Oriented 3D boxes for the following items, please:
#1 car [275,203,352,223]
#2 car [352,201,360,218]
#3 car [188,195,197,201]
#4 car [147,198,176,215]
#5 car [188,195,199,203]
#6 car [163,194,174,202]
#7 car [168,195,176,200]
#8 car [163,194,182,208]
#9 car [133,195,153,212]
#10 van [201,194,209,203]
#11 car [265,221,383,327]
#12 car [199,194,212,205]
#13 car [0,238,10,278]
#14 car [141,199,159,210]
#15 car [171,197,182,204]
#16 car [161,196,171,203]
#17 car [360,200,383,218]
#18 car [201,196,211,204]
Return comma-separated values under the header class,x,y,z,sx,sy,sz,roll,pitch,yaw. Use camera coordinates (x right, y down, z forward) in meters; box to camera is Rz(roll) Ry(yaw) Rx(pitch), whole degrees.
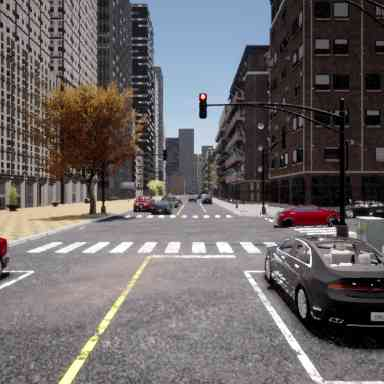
class,x,y,z,sx,sy,sz,roll,pitch,yaw
car,7.381,1.474,20.897,4.181,1.385,1.994,-2,0,11
car,13.465,1.350,26.337,4.403,1.369,2.008,-1,1,0
car,0.121,1.462,79.084,2.033,1.411,5.357,0,0,0
car,-3.048,1.579,33.836,1.994,1.385,4.181,0,0,0
car,0.104,1.547,68.661,2.128,1.511,4.902,0,0,0
car,-5.573,1.386,78.009,2.192,1.841,5.009,0,0,0
car,-5.547,1.654,94.578,2.008,1.369,4.403,0,0,0
car,-3.022,1.383,48.426,2.097,1.767,4.553,0,0,0
car,-5.633,1.336,39.349,2.192,1.841,5.009,0,0,0
van,2.799,1.402,72.474,1.690,1.788,3.998,0,0,0
car,2.698,1.551,6.948,2.008,1.369,4.403,0,0,0
car,2.783,1.611,61.427,1.947,1.339,4.313,0,0,0
car,-5.682,1.545,6.961,1.887,1.381,4.507,0,0,0
car,-5.624,1.592,44.872,1.947,1.339,4.313,0,0,0
car,-2.942,1.650,64.811,1.895,1.301,4.718,0,0,1
car,-5.581,1.627,72.487,1.947,1.339,4.313,0,0,0
car,14.773,1.345,23.769,4.181,1.385,1.994,-1,0,0
car,2.792,1.578,67.120,1.752,1.417,4.829,0,0,0
